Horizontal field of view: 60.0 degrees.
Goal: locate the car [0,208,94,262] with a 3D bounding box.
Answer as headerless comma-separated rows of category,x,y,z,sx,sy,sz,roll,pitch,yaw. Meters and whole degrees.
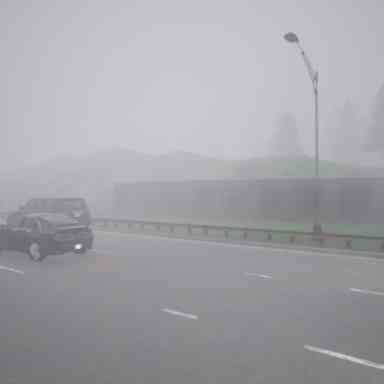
car,-5.715,1.553,12.379,4.892,1.490,1.837,0,0,36

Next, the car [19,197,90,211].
car,-7.886,1.290,18.255,5.566,2.045,2.150,0,0,36
